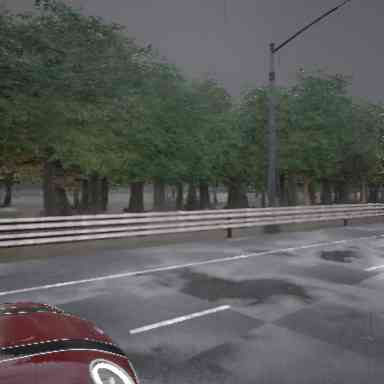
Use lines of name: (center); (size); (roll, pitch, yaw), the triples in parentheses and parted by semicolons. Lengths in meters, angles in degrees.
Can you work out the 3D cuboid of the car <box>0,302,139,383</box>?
car: (-2.538, 1.349, 1.931); (4.553, 1.767, 2.097); (0, 0, -36)
